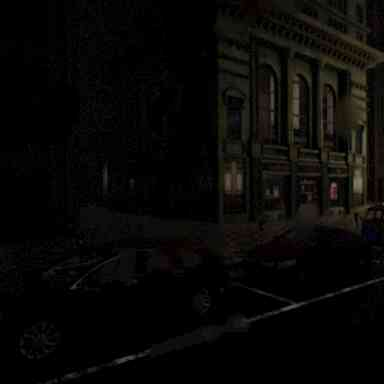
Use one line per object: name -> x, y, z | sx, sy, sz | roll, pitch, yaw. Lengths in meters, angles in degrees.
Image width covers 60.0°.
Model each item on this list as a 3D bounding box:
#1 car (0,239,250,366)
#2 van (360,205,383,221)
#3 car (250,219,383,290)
car -> -1.341, 1.549, 5.695 | 4.403, 1.369, 2.008 | 0, 0, -35
van -> 7.839, 1.335, 12.238 | 3.998, 1.788, 1.690 | 0, 0, -35
car -> 3.250, 1.577, 8.967 | 4.206, 1.307, 1.802 | 0, 0, -35
